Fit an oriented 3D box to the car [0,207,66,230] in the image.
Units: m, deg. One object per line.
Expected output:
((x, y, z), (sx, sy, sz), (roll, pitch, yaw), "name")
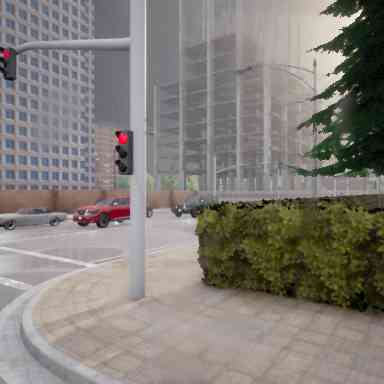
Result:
((-10.737, 1.656, 21.785), (1.895, 1.301, 4.718), (0, 0, 35), "car")

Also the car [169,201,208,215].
((-0.300, 1.656, 36.430), (1.895, 1.301, 4.718), (0, 0, 36), "car")

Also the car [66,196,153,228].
((-5.495, 1.277, 23.153), (2.150, 2.045, 5.566), (0, 0, 33), "car")

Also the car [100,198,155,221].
((-5.526, 1.407, 29.115), (2.097, 1.767, 4.553), (0, 0, 35), "car")

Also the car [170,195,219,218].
((0.539, 1.277, 31.582), (2.150, 2.045, 5.566), (0, 0, 36), "car")
